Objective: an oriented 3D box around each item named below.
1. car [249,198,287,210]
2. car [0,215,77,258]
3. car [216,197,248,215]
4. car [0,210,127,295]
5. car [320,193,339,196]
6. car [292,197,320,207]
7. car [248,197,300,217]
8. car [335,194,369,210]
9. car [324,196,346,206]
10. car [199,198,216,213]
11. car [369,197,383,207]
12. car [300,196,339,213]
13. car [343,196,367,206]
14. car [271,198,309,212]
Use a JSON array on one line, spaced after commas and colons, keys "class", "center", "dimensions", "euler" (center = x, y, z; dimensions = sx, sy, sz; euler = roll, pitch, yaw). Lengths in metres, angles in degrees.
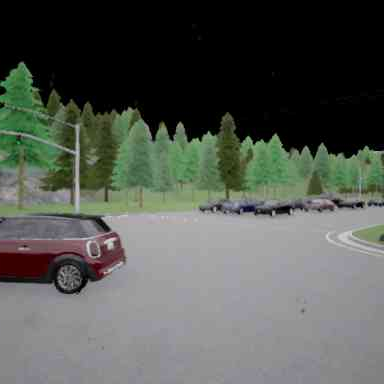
[{"class": "car", "center": [9.789, 1.479, 42.638], "dimensions": [5.357, 1.411, 2.033], "euler": [0, 0, -43]}, {"class": "car", "center": [-6.796, 1.536, 11.992], "dimensions": [4.718, 1.301, 1.895], "euler": [0, 0, -5]}, {"class": "car", "center": [4.937, 1.287, 33.059], "dimensions": [4.553, 1.767, 2.097], "euler": [0, 0, -45]}, {"class": "car", "center": [-4.059, 1.309, 8.357], "dimensions": [4.553, 1.767, 2.097], "euler": [0, 0, 9]}, {"class": "car", "center": [19.097, 1.188, 46.709], "dimensions": [5.566, 2.045, 2.150], "euler": [0, 0, -43]}, {"class": "car", "center": [16.998, 1.453, 49.534], "dimensions": [4.892, 1.490, 1.837], "euler": [0, 0, -44]}, {"class": "car", "center": [7.649, 1.431, 30.828], "dimensions": [5.008, 1.535, 1.882], "euler": [0, 0, -45]}, {"class": "car", "center": [21.105, 1.462, 43.801], "dimensions": [5.008, 1.535, 1.882], "euler": [0, 0, -44]}, {"class": "car", "center": [24.310, 1.491, 56.484], "dimensions": [4.674, 1.442, 1.812], "euler": [0, 0, -44]}, {"class": "car", "center": [2.789, 1.421, 35.861], "dimensions": [4.892, 1.490, 1.837], "euler": [0, 0, -44]}, {"class": "car", "center": [28.678, 1.548, 51.033], "dimensions": [5.357, 1.411, 2.033], "euler": [0, 0, -44]}, {"class": "car", "center": [14.365, 1.495, 37.318], "dimensions": [4.674, 1.442, 1.812], "euler": [0, 0, -44]}, {"class": "car", "center": [26.372, 1.487, 53.671], "dimensions": [4.892, 1.490, 1.837], "euler": [0, 0, -43]}, {"class": "car", "center": [11.737, 1.497, 39.658], "dimensions": [5.357, 1.411, 2.033], "euler": [0, 0, -44]}]
